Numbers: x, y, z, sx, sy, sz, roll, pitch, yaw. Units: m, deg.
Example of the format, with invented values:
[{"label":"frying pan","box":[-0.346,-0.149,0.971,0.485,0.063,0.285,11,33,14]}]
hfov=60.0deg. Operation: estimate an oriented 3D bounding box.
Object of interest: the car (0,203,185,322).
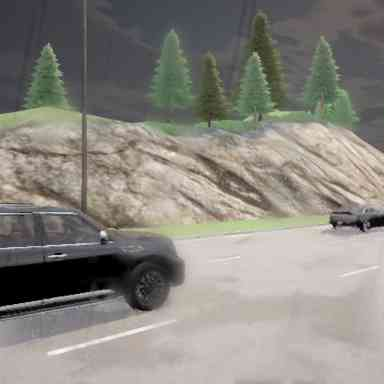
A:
[{"label":"car","box":[-2.810,1.221,6.031,5.566,2.045,2.150,0,0,-36]}]

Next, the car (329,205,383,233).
[{"label":"car","box":[10.032,1.490,19.517,4.902,1.511,2.128,0,0,-36]}]
